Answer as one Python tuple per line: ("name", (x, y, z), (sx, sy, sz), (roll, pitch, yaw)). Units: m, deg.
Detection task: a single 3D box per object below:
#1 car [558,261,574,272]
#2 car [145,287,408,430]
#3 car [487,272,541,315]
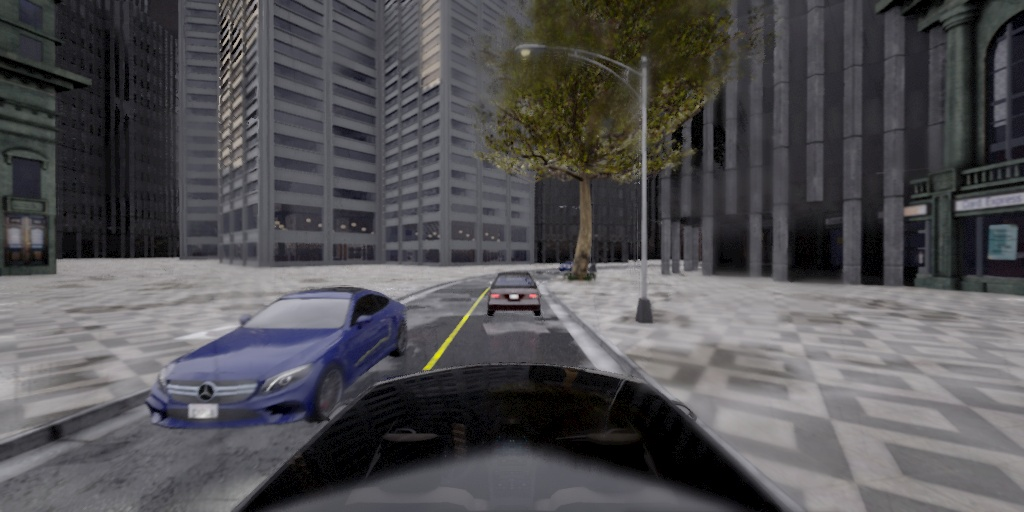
("car", (7.618, 1.278, 44.562), (2.033, 1.411, 5.357), (0, 0, 34))
("car", (-3.089, 1.281, 5.913), (1.812, 1.442, 4.674), (0, 0, 0))
("car", (0.079, 1.306, 13.599), (2.033, 1.411, 5.357), (0, 0, 0))
